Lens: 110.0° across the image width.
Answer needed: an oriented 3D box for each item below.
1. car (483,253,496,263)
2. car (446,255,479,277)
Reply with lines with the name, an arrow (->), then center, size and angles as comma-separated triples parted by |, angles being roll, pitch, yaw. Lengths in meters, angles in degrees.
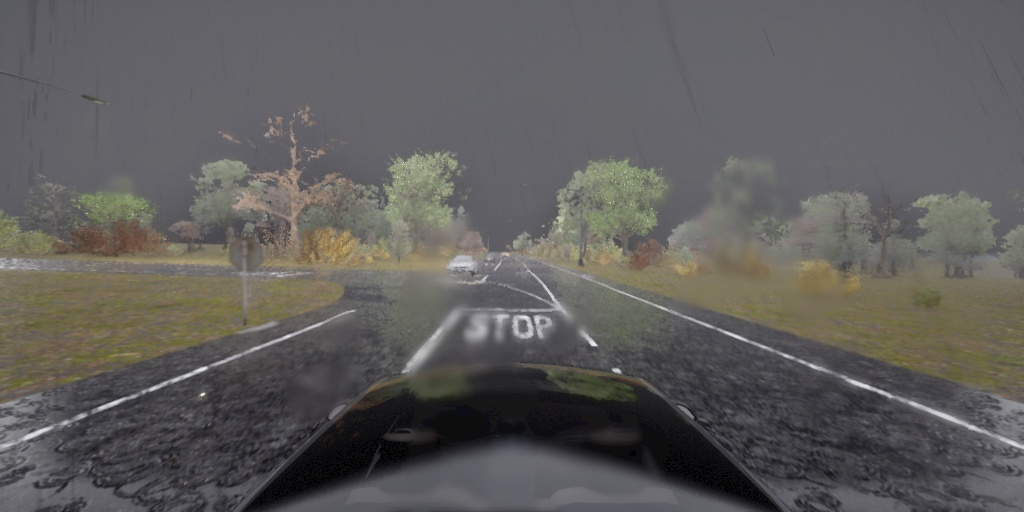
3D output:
car -> -3.666, 0.336, 59.487 | 2.128, 1.511, 4.902 | 0, 1, -1
car -> -3.506, 0.664, 26.351 | 1.812, 1.442, 4.674 | 1, 1, 0
